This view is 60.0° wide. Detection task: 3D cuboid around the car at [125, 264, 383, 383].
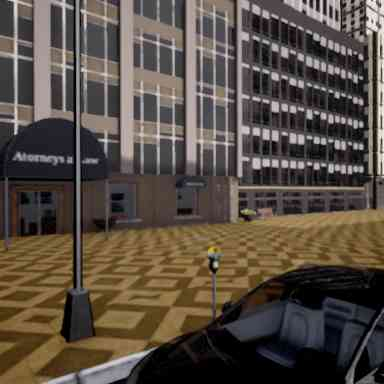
[{"bbox_3d":[1.422,1.564,3.452,4.313,1.339,1.947,0,0,-35],"label":"car"}]
